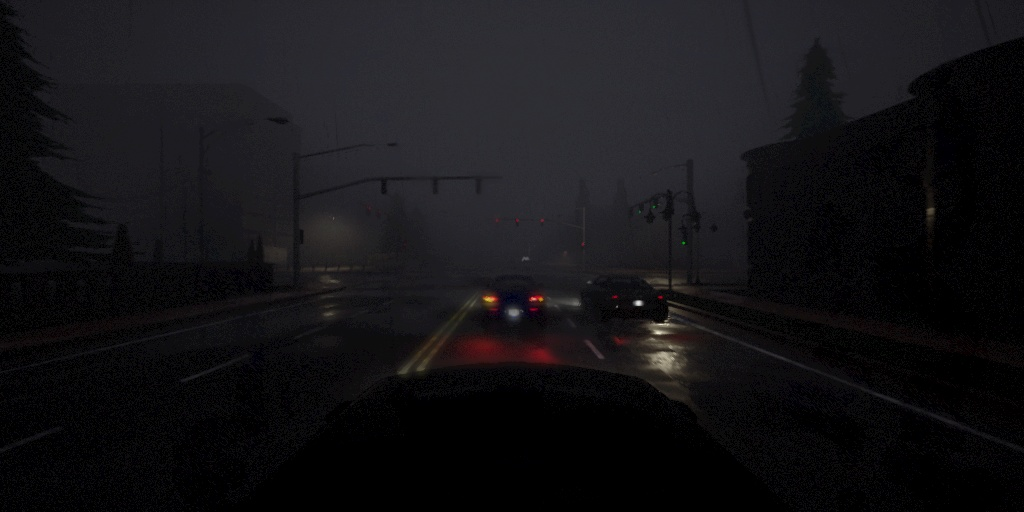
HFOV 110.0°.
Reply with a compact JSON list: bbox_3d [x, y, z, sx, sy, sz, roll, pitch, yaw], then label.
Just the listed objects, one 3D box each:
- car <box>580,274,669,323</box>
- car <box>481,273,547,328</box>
[{"bbox_3d":[3.572,1.299,12.090,1.994,1.385,4.181,0,0,0],"label":"car"},{"bbox_3d":[0.065,1.264,11.300,1.812,1.442,4.674,0,0,0],"label":"car"}]
